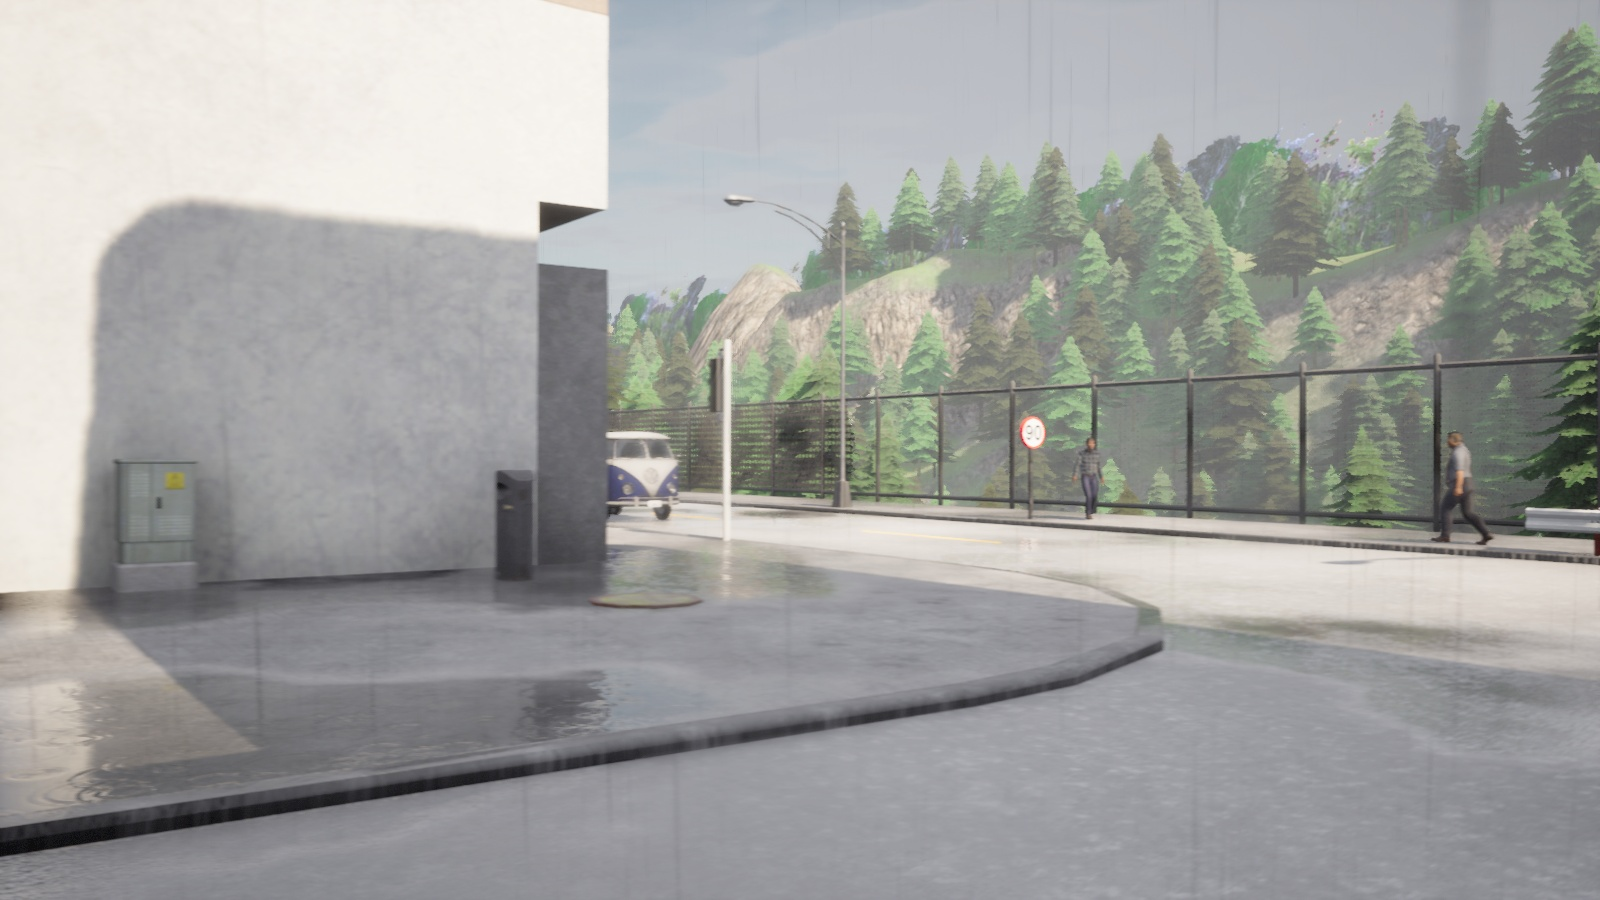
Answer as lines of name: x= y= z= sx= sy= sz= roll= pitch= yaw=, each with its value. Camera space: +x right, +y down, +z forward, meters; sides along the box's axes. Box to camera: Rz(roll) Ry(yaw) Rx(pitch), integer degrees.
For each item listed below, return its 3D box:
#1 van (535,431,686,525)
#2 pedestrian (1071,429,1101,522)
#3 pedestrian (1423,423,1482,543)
van: x=-4.436 y=0.596 z=28.878 sx=1.775 sy=1.987 sz=4.442 roll=0 pitch=0 yaw=-33
pedestrian: x=6.083 y=0.537 z=26.712 sx=0.423 sy=1.949 sz=0.788 roll=0 pitch=0 yaw=-4
pedestrian: x=10.283 y=0.510 z=19.790 sx=0.694 sy=1.848 sz=0.540 roll=0 pitch=0 yaw=44
